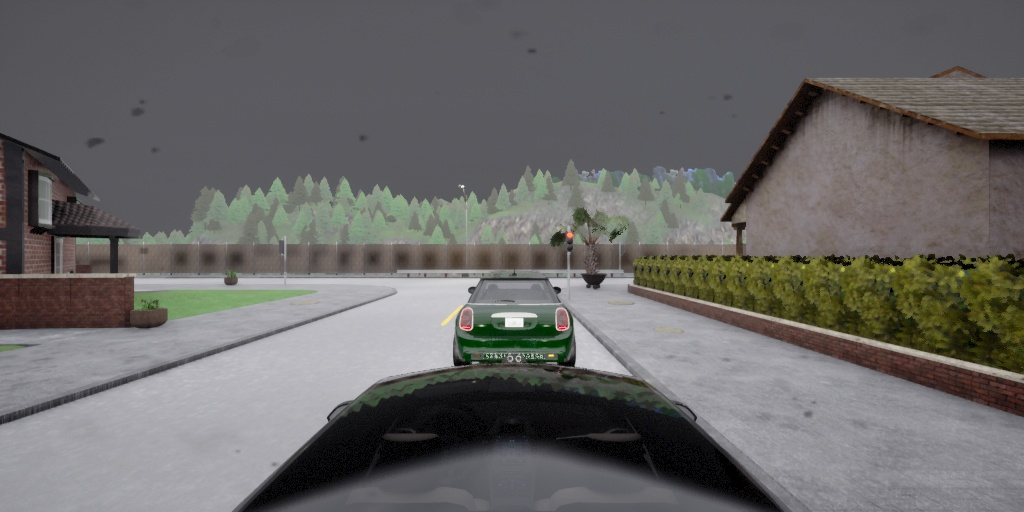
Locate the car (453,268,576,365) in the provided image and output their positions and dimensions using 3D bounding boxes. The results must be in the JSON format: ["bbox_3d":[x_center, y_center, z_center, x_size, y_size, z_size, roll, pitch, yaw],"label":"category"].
[{"bbox_3d":[0.057,1.102,7.953,2.097,1.767,4.553,0,0,0],"label":"car"}]
